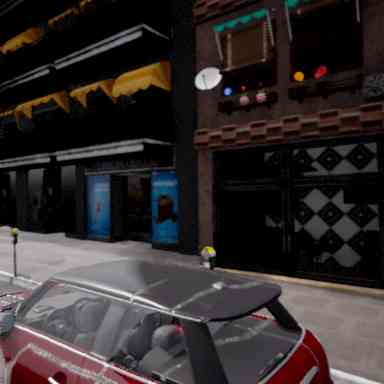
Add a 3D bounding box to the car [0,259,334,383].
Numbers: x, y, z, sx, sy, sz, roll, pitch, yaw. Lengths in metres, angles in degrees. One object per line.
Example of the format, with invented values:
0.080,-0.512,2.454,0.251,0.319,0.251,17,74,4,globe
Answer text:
-0.834,1.426,3.351,4.097,1.590,1.967,0,-1,36,car
